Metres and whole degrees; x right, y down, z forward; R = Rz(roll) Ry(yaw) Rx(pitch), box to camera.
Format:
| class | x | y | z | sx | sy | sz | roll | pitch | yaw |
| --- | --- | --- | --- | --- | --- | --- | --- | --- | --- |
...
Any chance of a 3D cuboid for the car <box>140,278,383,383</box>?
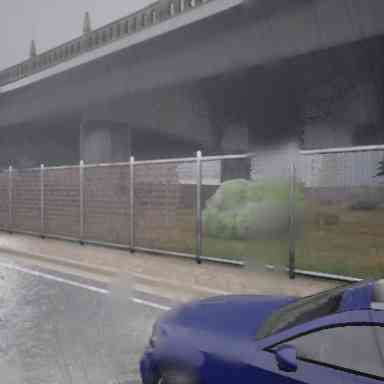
| class | x | y | z | sx | sy | sz | roll | pitch | yaw |
| --- | --- | --- | --- | --- | --- | --- | --- | --- | --- |
| car | 1.657 | 1.525 | 2.811 | 4.674 | 1.442 | 1.812 | 0 | 0 | 36 |
